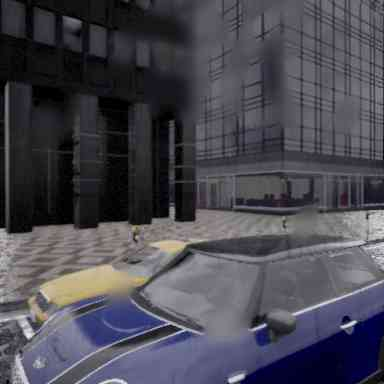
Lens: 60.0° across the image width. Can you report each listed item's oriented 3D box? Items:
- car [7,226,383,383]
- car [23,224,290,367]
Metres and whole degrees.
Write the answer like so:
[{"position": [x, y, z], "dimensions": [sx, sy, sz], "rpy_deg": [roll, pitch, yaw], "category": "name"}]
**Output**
[{"position": [0.507, 1.351, 3.726], "dimensions": [4.553, 1.767, 2.097], "rpy_deg": [0, 0, -35], "category": "car"}, {"position": [-0.407, 1.524, 6.362], "dimensions": [4.829, 1.417, 1.752], "rpy_deg": [0, 0, -36], "category": "car"}]
